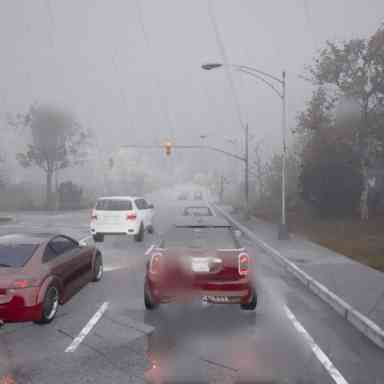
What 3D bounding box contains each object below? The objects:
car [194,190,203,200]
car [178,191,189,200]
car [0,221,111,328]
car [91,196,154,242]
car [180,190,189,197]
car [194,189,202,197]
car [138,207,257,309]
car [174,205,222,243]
[{"bbox_3d":[1.395,1.017,75.488,1.812,1.442,4.674,0,3,1],"label":"car"},{"bbox_3d":[-2.104,1.045,75.562,1.994,1.385,4.181,0,3,1],"label":"car"},{"bbox_3d":[-3.335,1.564,7.131,1.994,1.385,4.181,0,0,1],"label":"car"},{"bbox_3d":[-3.242,1.221,16.549,2.150,2.045,5.566,0,0,3],"label":"car"},{"bbox_3d":[-1.895,0.356,85.561,2.033,1.411,5.357,0,3,1],"label":"car"},{"bbox_3d":[1.604,0.173,85.449,2.097,1.767,4.553,0,3,1],"label":"car"},{"bbox_3d":[0.175,1.352,8.011,2.097,1.767,4.553,0,0,1],"label":"car"},{"bbox_3d":[0.295,1.491,16.987,2.128,1.511,4.902,0,0,1],"label":"car"}]
